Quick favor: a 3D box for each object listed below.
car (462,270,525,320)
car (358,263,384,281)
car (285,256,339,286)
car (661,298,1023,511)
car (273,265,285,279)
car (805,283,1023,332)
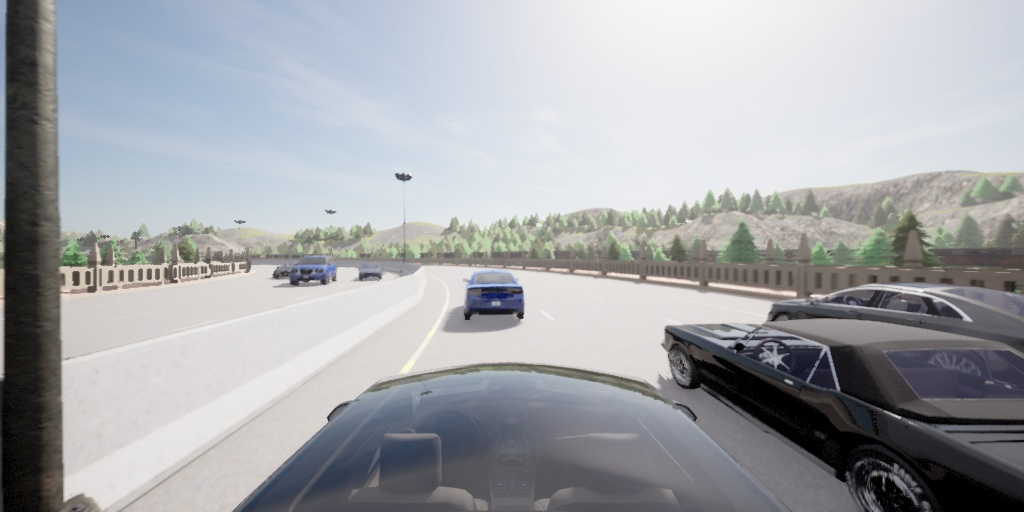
[{"bbox_3d":[-0.733,1.222,12.815,1.882,1.535,5.008,0,0,-6],"label":"car"},{"bbox_3d":[-12.048,1.317,30.908,2.033,1.411,5.357,0,0,-19],"label":"car"},{"bbox_3d":[-14.190,1.003,25.995,2.150,2.045,5.566,0,0,-16],"label":"car"},{"bbox_3d":[3.444,1.337,3.852,1.895,1.301,4.718,0,0,-2],"label":"car"},{"bbox_3d":[-20.193,1.361,32.647,1.994,1.385,4.181,0,0,-22],"label":"car"},{"bbox_3d":[6.815,1.214,6.259,2.128,1.511,4.902,0,0,-2],"label":"car"}]
